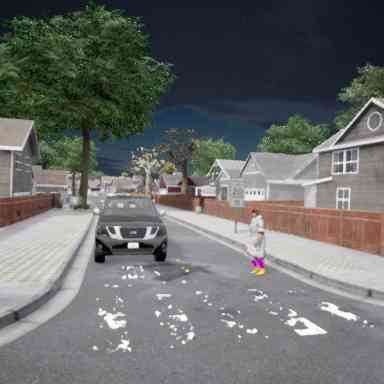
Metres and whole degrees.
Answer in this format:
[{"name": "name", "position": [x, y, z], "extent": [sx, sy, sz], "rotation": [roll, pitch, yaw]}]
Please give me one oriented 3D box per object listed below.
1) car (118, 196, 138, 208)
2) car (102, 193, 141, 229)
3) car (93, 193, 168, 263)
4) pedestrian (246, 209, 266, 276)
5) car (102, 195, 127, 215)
[{"name": "car", "position": [-9.254, 1.356, 47.785], "extent": [2.128, 1.511, 4.902], "rotation": [2, 0, -18]}, {"name": "car", "position": [-4.846, 1.127, 22.145], "extent": [2.150, 2.045, 5.566], "rotation": [2, 0, -15]}, {"name": "car", "position": [-2.297, 1.154, 12.047], "extent": [2.150, 2.045, 5.566], "rotation": [2, 0, -14]}, {"name": "pedestrian", "position": [1.794, 1.343, 9.142], "extent": [0.375, 1.860, 0.375], "rotation": [1, 1, -14]}, {"name": "car", "position": [-7.652, 1.214, 32.392], "extent": [2.097, 1.767, 4.553], "rotation": [2, 0, -16]}]
